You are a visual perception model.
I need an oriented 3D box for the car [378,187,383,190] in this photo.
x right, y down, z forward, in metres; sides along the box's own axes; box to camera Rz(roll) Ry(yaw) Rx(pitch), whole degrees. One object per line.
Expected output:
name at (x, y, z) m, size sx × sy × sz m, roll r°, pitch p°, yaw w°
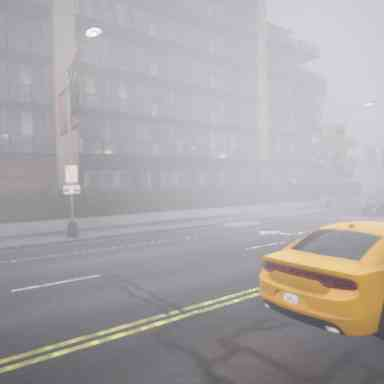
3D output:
car at (34.472, -0.326, 58.318) m, size 2.033 × 1.411 × 5.357 m, roll -1°, pitch 1°, yaw 6°

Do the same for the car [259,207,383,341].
car at (3.441, 1.285, 6.215) m, size 5.008 × 1.535 × 1.882 m, roll -3°, pitch 2°, yaw -35°

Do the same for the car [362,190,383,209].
car at (13.309, 0.797, 22.661) m, size 4.674 × 1.442 × 1.812 m, roll -2°, pitch 1°, yaw -41°
